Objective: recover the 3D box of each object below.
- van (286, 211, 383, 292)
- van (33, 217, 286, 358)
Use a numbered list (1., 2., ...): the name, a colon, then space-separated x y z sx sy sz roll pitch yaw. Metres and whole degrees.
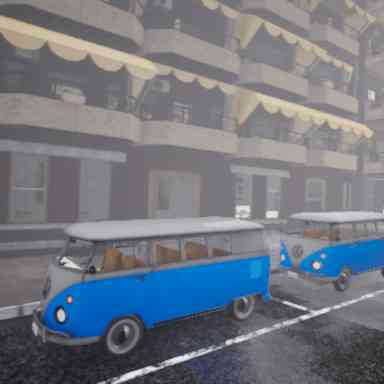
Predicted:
1. van: 4.079 1.439 8.984 3.998 1.788 1.690 1 1 -35
2. van: -0.423 1.374 5.769 3.998 1.788 1.690 1 1 -35
